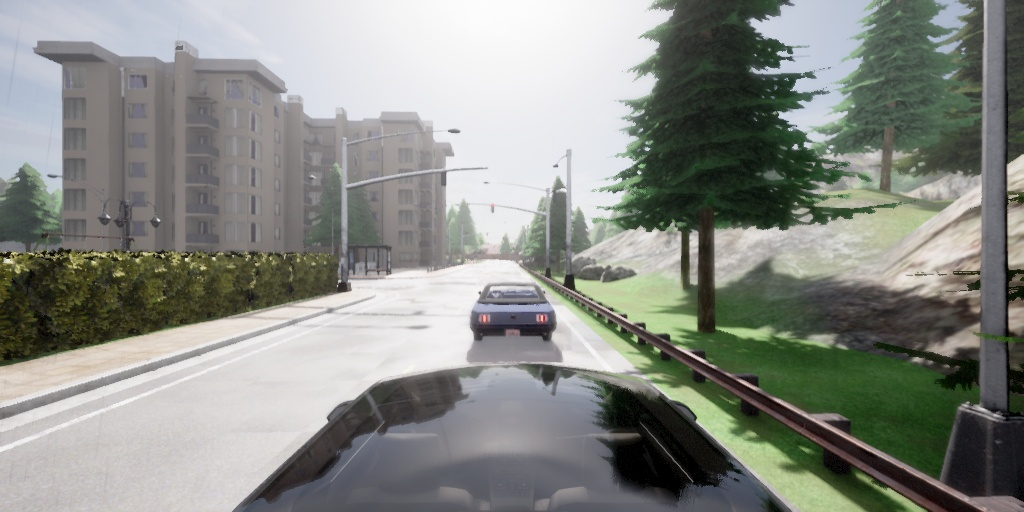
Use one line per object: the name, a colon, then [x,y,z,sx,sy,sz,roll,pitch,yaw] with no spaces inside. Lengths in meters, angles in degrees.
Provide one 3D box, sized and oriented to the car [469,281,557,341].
car: [-0.004,1.341,9.782,1.895,1.301,4.718,0,0,-1]
